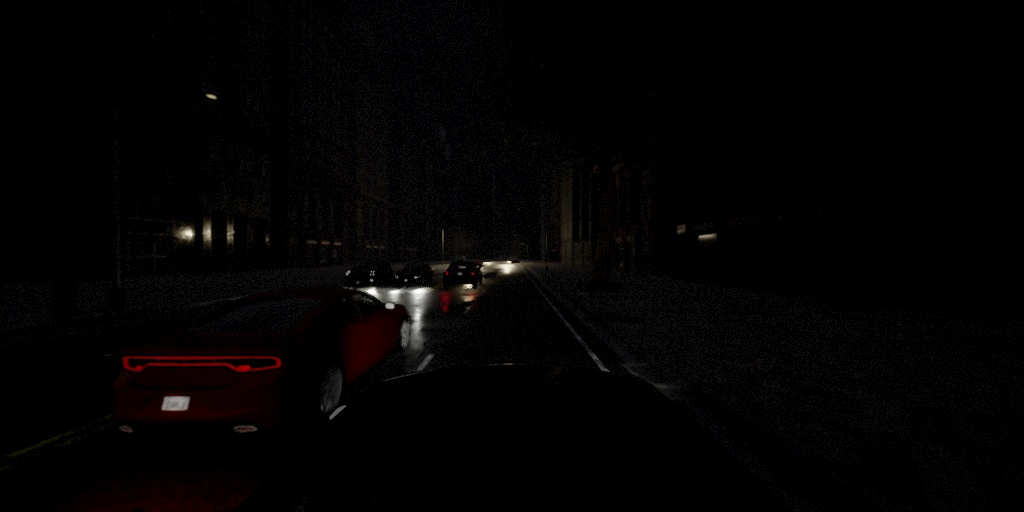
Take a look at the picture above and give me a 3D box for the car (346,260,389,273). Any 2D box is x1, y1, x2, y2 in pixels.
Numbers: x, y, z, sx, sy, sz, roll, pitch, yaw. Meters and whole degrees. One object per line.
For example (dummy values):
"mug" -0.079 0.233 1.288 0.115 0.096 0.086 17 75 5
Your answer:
"car" -9.849 1.106 25.125 2.097 1.767 4.553 0 0 0

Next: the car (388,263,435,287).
"car" -6.600 1.260 24.705 1.837 1.490 4.892 0 0 0

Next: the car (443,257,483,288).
"car" -3.151 1.107 23.745 2.097 1.767 4.553 0 0 0

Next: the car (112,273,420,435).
"car" -3.150 1.228 5.836 1.882 1.535 5.008 0 0 0
